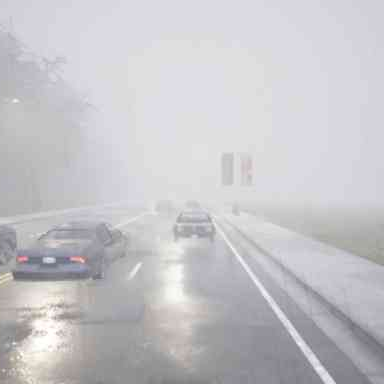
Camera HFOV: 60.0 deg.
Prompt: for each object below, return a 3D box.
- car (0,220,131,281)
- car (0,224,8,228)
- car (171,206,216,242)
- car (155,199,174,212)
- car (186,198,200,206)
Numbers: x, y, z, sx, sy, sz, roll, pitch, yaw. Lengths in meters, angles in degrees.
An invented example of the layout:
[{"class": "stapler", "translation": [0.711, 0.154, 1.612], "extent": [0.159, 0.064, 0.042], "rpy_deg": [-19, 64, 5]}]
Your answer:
[{"class": "car", "translation": [-3.152, 1.551, 9.844], "extent": [2.033, 1.411, 5.357], "rpy_deg": [0, 0, 0]}, {"class": "car", "translation": [-6.568, 1.494, 8.786], "extent": [2.128, 1.511, 4.902], "rpy_deg": [0, 0, 0]}, {"class": "car", "translation": [0.097, 1.607, 16.359], "extent": [1.895, 1.301, 4.718], "rpy_deg": [0, 0, 0]}, {"class": "car", "translation": [-3.157, 1.559, 38.579], "extent": [2.033, 1.411, 5.357], "rpy_deg": [0, 0, 0]}, {"class": "car", "translation": [0.093, 1.537, 44.454], "extent": [1.812, 1.442, 4.674], "rpy_deg": [0, 0, 0]}]
